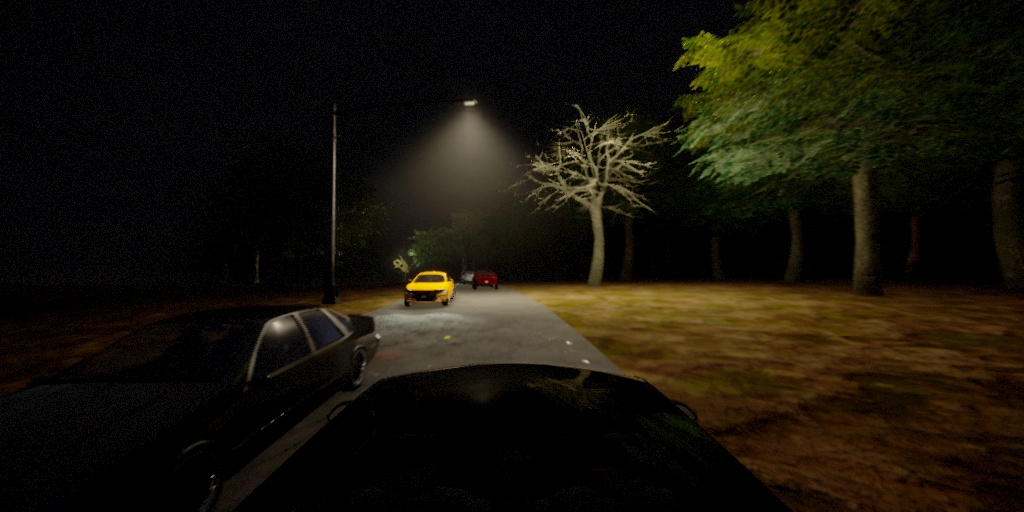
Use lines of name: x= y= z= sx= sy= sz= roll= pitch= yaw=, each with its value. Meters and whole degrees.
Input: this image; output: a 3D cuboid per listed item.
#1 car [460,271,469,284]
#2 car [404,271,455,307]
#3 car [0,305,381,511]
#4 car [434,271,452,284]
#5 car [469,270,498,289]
car: x=-5.051 y=2.557 z=42.948 sx=1.812 sy=1.442 sz=4.674 roll=0 pitch=-3 yaw=-13
car: x=-3.898 y=1.514 z=17.539 sx=1.882 sy=1.535 sz=5.008 roll=0 pitch=-2 yaw=-5
car: x=-3.208 y=1.335 z=4.175 sx=2.033 sy=1.411 sz=5.357 roll=0 pitch=-1 yaw=-2
car: x=-8.464 y=2.571 z=43.594 sx=1.882 sy=1.535 sz=5.008 roll=1 pitch=-3 yaw=-15
car: x=-2.305 y=1.892 z=29.611 sx=1.882 sy=1.535 sz=5.008 roll=0 pitch=-2 yaw=-9
